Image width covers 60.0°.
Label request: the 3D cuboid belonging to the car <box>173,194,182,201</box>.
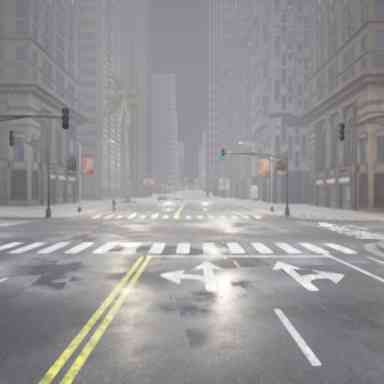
[{"bbox_3d":[-3.135,1.203,72.914,1.882,1.535,5.008,0,0,0],"label":"car"}]

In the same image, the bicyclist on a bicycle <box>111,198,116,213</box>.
[{"bbox_3d":[-8.691,1.519,36.957,0.582,1.620,1.656,0,0,0],"label":"bicyclist on a bicycle"}]

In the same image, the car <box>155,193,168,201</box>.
[{"bbox_3d":[-6.384,1.277,72.919,1.994,1.385,4.181,0,0,0],"label":"car"}]
